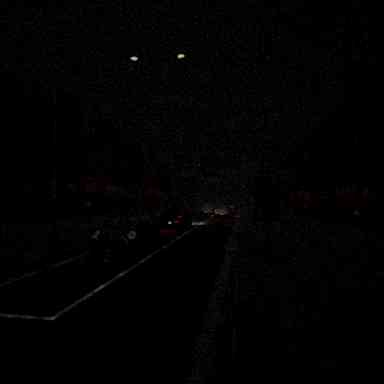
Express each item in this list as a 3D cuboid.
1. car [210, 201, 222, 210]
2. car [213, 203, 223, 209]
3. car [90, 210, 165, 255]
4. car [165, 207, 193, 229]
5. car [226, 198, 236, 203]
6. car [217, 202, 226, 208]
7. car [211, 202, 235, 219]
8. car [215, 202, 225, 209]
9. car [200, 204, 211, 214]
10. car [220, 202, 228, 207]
[{"bbox_3d":[4.578,2.564,62.571,1.967,1.590,4.097,-1,-1,9],"label":"car"},{"bbox_3d":[5.388,2.832,67.948,1.802,1.307,4.206,-1,-1,9],"label":"car"},{"bbox_3d":[-2.684,1.638,14.093,1.967,1.590,4.097,0,-1,9],"label":"car"},{"bbox_3d":[-1.151,1.877,24.966,1.837,1.490,4.892,1,-1,9],"label":"car"},{"bbox_3d":[5.181,2.210,48.631,2.097,1.767,4.553,1,-1,9],"label":"car"},{"bbox_3d":[7.000,3.062,78.727,2.008,1.369,4.403,-1,-2,9],"label":"car"},{"bbox_3d":[3.526,2.161,37.380,1.812,1.442,4.674,1,-1,10],"label":"car"},{"bbox_3d":[6.193,2.930,73.340,2.008,1.369,4.403,-1,-1,9],"label":"car"},{"bbox_3d":[2.134,2.295,46.243,1.752,1.417,4.829,-1,-1,9],"label":"car"},{"bbox_3d":[8.614,3.363,89.497,1.802,1.307,4.206,-1,-2,9],"label":"car"}]
